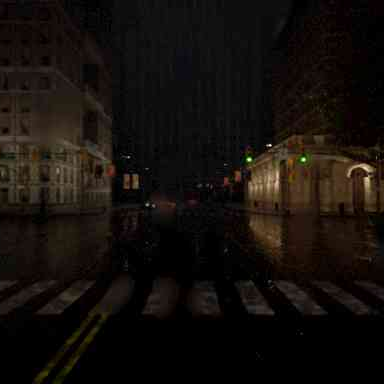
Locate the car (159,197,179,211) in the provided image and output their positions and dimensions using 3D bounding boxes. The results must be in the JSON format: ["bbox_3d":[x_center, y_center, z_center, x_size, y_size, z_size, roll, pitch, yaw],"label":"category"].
[{"bbox_3d":[-3.599,2.003,52.839,2.097,1.767,4.553,0,-1,0],"label":"car"}]

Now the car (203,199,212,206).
[{"bbox_3d":[3.661,2.410,76.792,2.033,1.411,5.357,0,-1,1],"label":"car"}]

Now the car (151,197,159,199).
[{"bbox_3d":[-7.011,2.006,63.646,2.150,2.045,5.566,0,-1,1],"label":"car"}]

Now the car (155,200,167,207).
[{"bbox_3d":[-6.868,2.452,74.069,2.033,1.411,5.357,0,-1,1],"label":"car"}]

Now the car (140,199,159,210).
[{"bbox_3d":[-7.106,2.210,53.768,2.033,1.411,5.357,0,-1,0],"label":"car"}]

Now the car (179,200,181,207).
[{"bbox_3d":[-3.538,2.315,62.309,2.033,1.411,5.357,0,-1,1],"label":"car"}]

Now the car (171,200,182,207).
[{"bbox_3d":[-3.384,2.417,72.407,2.128,1.511,4.902,0,-1,1],"label":"car"}]

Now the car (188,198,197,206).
[{"bbox_3d":[0.161,2.226,76.798,2.097,1.767,4.553,0,-1,1],"label":"car"}]
